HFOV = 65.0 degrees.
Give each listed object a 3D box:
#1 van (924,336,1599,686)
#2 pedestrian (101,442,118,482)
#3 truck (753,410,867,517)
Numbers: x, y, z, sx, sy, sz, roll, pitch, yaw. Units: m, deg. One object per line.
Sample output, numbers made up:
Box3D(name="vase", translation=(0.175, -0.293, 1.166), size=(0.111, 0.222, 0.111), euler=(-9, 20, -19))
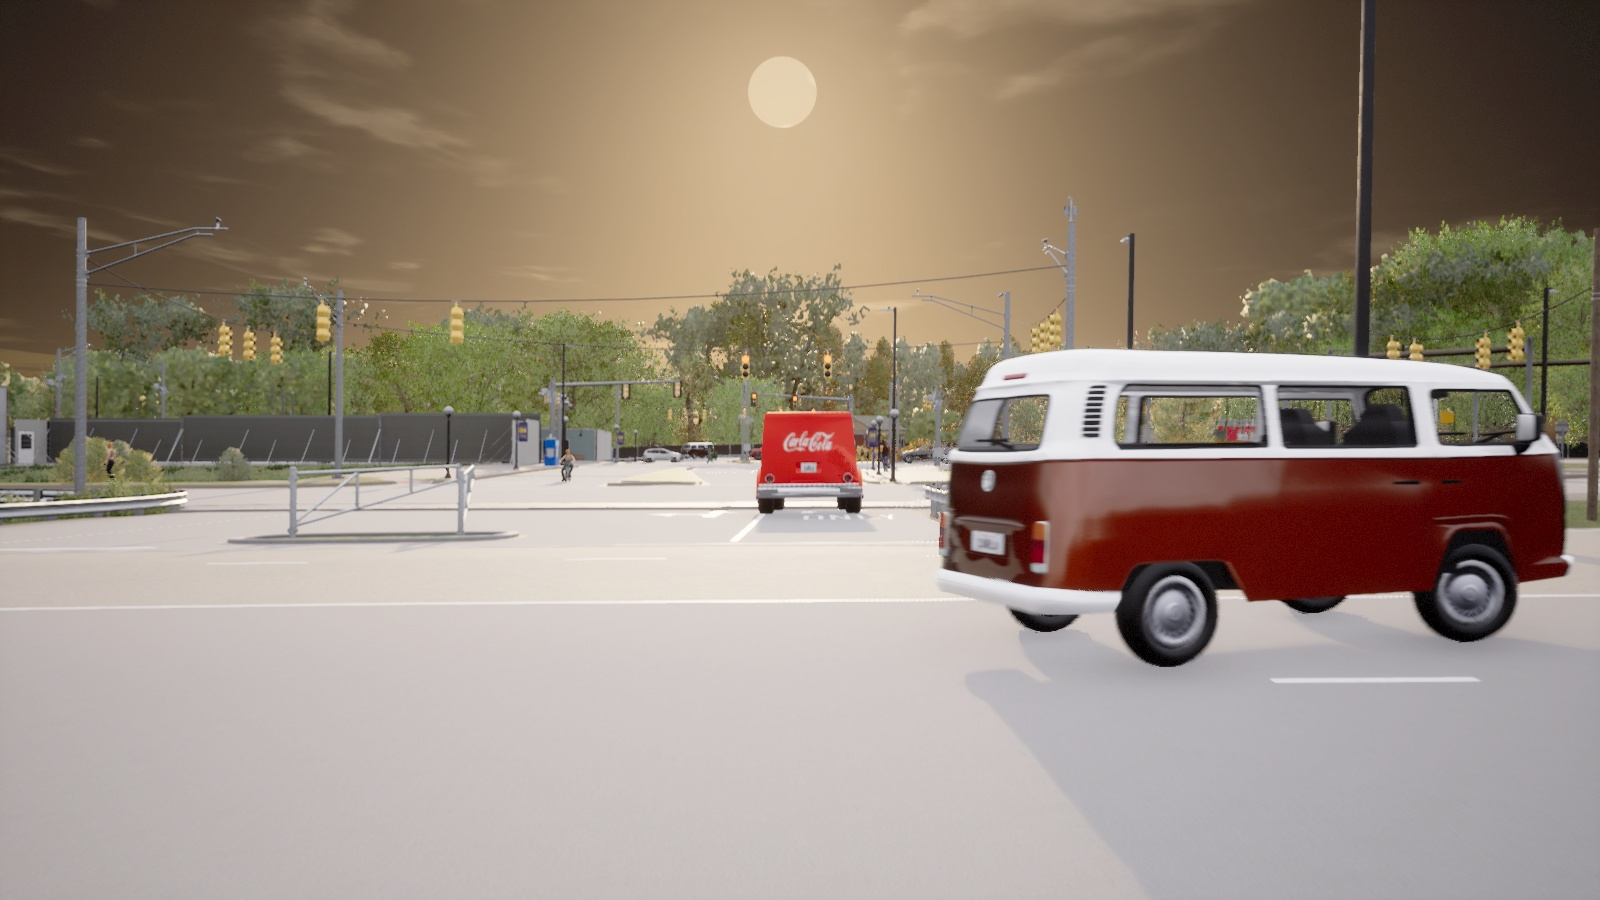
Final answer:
Box3D(name="van", translation=(3.380, 0.336, 9.030), size=(4.480, 2.038, 2.069), euler=(-1, 0, -19))
Box3D(name="pedestrian", translation=(-31.492, 0.538, 57.284), size=(0.594, 1.836, 0.345), euler=(1, 1, 1))
Box3D(name="truck", translation=(0.275, 0.355, 31.769), size=(2.627, 2.467, 5.204), euler=(-1, -1, 1))
